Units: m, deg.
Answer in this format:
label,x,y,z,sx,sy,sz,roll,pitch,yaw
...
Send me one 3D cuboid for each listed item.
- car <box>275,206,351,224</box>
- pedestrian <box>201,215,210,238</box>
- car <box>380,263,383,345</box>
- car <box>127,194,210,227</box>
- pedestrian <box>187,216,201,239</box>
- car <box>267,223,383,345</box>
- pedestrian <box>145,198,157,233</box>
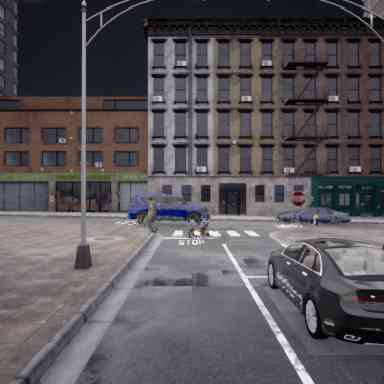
label,x,y,z,sx,sy,sz,roll,pitch,yaw
car,9.198,1.793,25.439,5.357,1.411,2.033,1,0,0
pedestrian,0.635,1.676,16.265,0.500,1.100,0.500,0,0,0
car,2.644,1.440,0.845,1.967,1.590,4.097,0,0,0
car,-1.536,1.211,22.527,5.566,2.045,2.150,1,0,0
pedestrian,0.028,1.676,15.670,0.500,1.100,0.500,0,0,0
car,2.638,1.552,6.349,2.008,1.369,4.403,0,0,0
pedestrian,-2.056,1.143,16.872,0.375,1.860,0.375,0,0,0
